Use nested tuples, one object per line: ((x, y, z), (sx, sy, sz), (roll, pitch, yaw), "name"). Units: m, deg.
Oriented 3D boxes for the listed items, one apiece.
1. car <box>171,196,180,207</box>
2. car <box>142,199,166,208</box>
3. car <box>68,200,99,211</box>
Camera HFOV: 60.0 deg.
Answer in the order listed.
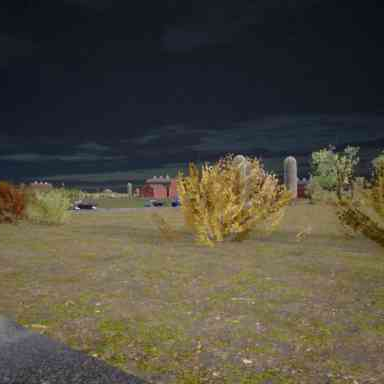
((-1.455, 1.753, 60.813), (2.150, 2.045, 5.566), (-1, -1, 36), "car")
((-6.758, 2.053, 59.602), (1.837, 1.490, 4.892), (-1, -2, 36), "car")
((-15.631, 1.888, 47.329), (1.837, 1.490, 4.892), (-1, -2, 36), "car")
